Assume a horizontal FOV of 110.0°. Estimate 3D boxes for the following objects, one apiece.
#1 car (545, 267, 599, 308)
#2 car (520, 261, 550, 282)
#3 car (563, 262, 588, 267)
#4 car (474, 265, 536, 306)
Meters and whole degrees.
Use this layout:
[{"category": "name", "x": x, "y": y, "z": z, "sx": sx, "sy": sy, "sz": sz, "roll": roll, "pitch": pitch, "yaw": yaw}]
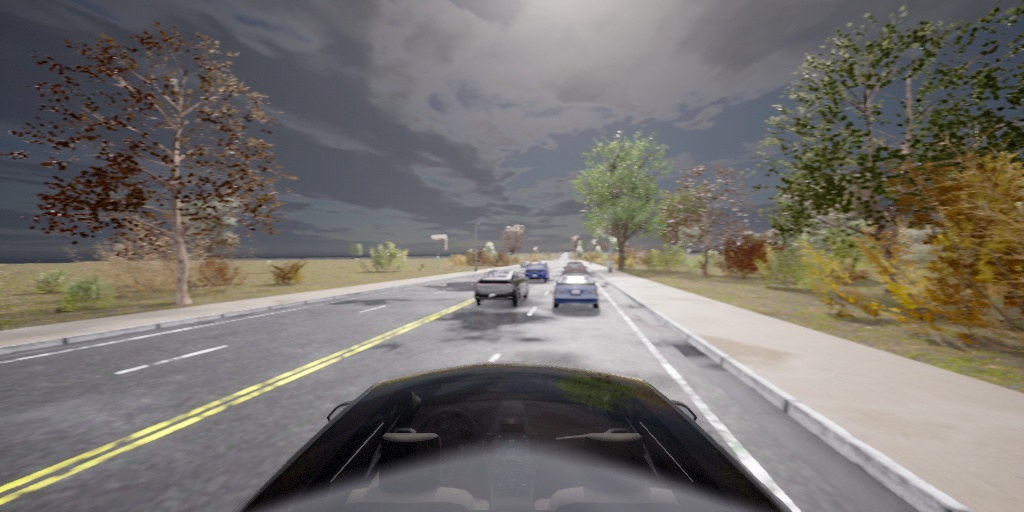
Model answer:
[{"category": "car", "x": 2.785, "y": 1.385, "z": 15.708, "sx": 2.033, "sy": 1.411, "sz": 5.357, "roll": -1, "pitch": 0, "yaw": 10}, {"category": "car", "x": 2.257, "y": 1.444, "z": 31.522, "sx": 1.882, "sy": 1.535, "sz": 5.008, "roll": -1, "pitch": 0, "yaw": 10}, {"category": "car", "x": 5.384, "y": 1.278, "z": 30.564, "sx": 2.097, "sy": 1.767, "sz": 4.553, "roll": -1, "pitch": -1, "yaw": 10}, {"category": "car", "x": -0.360, "y": 1.368, "z": 16.577, "sx": 2.128, "sy": 1.511, "sz": 4.902, "roll": -1, "pitch": 0, "yaw": 10}]
